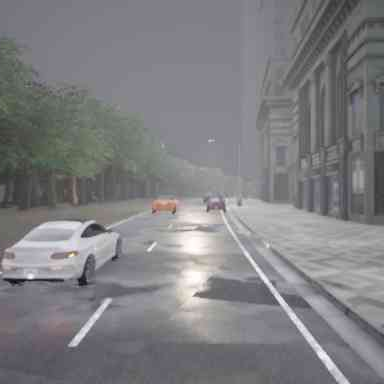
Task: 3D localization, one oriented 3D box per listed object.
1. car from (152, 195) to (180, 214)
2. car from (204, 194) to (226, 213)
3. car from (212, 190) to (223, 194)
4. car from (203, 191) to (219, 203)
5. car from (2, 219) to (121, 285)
[{"bbox_3d":[-2.337,1.020,31.042,2.097,1.767,4.553,0,1,4],"label":"car"},{"bbox_3d":[2.332,1.173,32.132,1.812,1.442,4.674,0,1,4],"label":"car"},{"bbox_3d":[5.396,0.537,72.392,2.150,2.045,5.566,0,0,9],"label":"car"},{"bbox_3d":[2.746,0.944,51.514,1.837,1.490,4.892,0,0,6],"label":"car"},{"bbox_3d":[-3.271,1.458,9.139,1.812,1.442,4.674,0,1,1],"label":"car"}]
